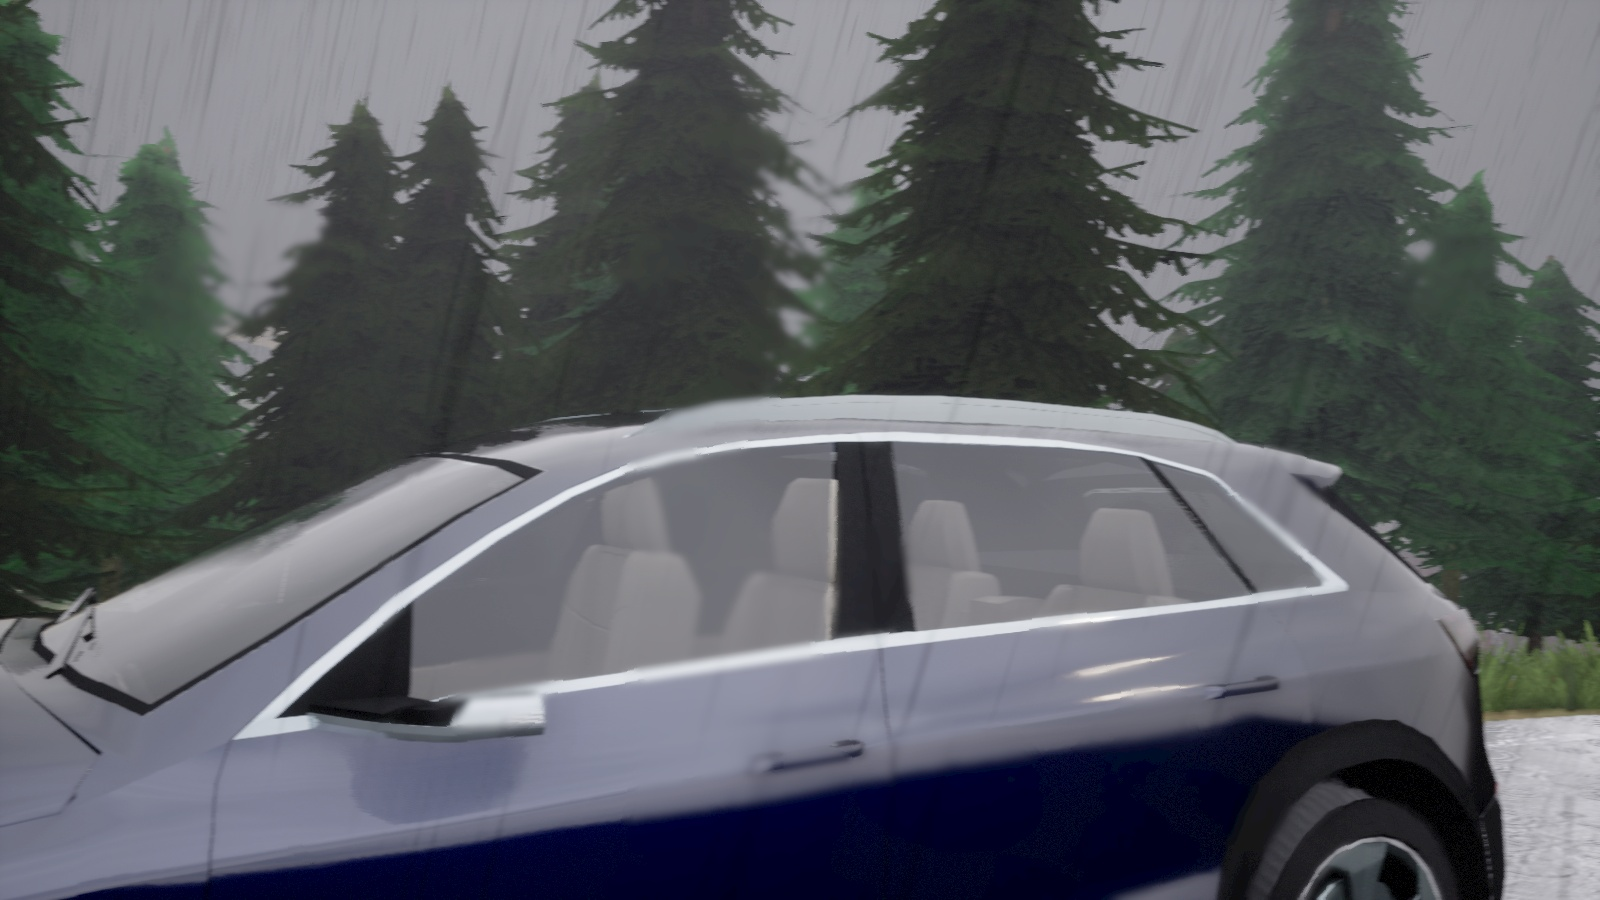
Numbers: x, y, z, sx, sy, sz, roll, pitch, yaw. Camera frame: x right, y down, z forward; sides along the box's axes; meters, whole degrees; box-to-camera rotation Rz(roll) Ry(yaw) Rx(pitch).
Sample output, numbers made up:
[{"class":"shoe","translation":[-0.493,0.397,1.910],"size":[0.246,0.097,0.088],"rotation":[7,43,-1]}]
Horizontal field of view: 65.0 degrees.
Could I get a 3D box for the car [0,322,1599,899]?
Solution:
[{"class":"car","translation":[-0.432,0.690,2.919],"size":[4.856,1.649,2.033],"rotation":[0,-1,-29]}]
